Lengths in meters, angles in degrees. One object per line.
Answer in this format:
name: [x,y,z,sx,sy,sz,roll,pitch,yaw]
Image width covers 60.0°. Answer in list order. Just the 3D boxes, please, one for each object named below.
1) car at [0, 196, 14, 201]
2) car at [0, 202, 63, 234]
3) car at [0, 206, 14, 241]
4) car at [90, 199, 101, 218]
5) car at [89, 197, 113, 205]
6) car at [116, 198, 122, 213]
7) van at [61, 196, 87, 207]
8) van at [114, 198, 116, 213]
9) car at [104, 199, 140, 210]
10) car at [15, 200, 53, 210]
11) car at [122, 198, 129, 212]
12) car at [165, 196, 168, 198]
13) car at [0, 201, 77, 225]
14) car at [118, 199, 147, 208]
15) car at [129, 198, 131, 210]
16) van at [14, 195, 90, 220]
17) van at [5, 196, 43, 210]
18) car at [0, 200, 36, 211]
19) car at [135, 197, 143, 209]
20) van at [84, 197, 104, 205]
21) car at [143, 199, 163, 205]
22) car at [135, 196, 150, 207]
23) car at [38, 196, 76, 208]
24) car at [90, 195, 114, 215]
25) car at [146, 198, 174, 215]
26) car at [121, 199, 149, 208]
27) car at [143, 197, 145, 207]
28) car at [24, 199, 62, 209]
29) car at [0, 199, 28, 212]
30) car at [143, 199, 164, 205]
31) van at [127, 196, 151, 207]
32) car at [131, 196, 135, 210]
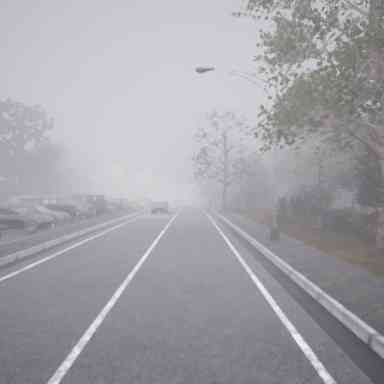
car: [-23.368,1.393,38.320,5.566,2.045,2.435,0,-1,0]
car: [-10.294,1.513,18.890,4.792,1.488,2.163,0,0,0]
car: [-10.331,1.480,13.339,5.008,1.535,2.097,0,0,0]
car: [-10.350,1.518,27.226,4.792,1.488,2.163,0,0,0]
car: [-23.408,2.267,85.523,5.566,2.045,2.435,0,-1,0]
car: [-10.320,1.638,35.527,4.674,1.452,2.002,0,-1,0]
van: [-23.503,1.883,66.143,4.442,1.987,1.878,0,-1,0]
van: [-10.202,1.325,32.756,4.442,1.987,1.878,0,-1,0]
car: [-10.306,1.830,49.407,4.892,1.521,2.231,0,-1,0]
car: [-23.395,1.869,49.395,4.674,1.452,2.002,0,-1,0]
car: [-10.311,1.644,38.304,5.008,1.535,2.097,0,-1,0]
car: [-10.325,2.477,93.813,5.566,2.045,2.435,0,-1,0]
car: [-10.325,1.525,21.668,4.674,1.452,2.002,0,0,0]
car: [-10.281,1.998,57.734,4.792,1.488,2.163,0,-1,0]
car: [-10.284,1.565,41.082,4.553,1.767,2.185,0,-1,0]
van: [-10.205,1.261,24.444,4.442,1.987,1.878,0,0,0]
van: [-23.510,1.557,46.629,4.442,1.987,1.878,0,-1,0]
car: [-23.392,1.779,43.981,4.674,1.452,2.002,0,-1,0]
car: [-10.128,1.780,46.631,5.366,1.575,1.946,0,-1,0]
van: [-23.498,2.151,79.860,4.442,1.987,1.878,0,-1,0]
car: [-10.305,2.588,88.255,4.892,1.521,2.231,0,-1,0]
car: [-10.125,1.919,54.959,5.366,1.575,1.946,0,-1,0]
car: [-23.361,1.719,57.835,5.566,2.045,2.435,0,-1,0]
car: [-10.348,1.254,29.981,5.566,2.045,2.435,0,-1,0]
car: [-3.361,1.691,36.362,2.033,1.411,5.357,0,-1,0]
car: [-10.280,2.044,60.510,4.792,1.488,2.163,0,-1,0]
car: [-10.318,1.877,52.183,4.892,1.521,2.231,0,-1,0]
car: [-23.386,1.877,52.290,5.008,1.535,2.097,0,-1,0]
car: [-23.390,1.693,41.210,5.008,1.535,2.097,0,-1,0]
car: [-10.483,2.655,91.031,5.366,1.575,1.946,0,-1,0]
van: [-10.424,1.882,66.066,4.442,1.987,1.878,0,-1,0]
car: [-10.283,1.611,43.858,4.553,1.767,2.185,0,-1,0]
